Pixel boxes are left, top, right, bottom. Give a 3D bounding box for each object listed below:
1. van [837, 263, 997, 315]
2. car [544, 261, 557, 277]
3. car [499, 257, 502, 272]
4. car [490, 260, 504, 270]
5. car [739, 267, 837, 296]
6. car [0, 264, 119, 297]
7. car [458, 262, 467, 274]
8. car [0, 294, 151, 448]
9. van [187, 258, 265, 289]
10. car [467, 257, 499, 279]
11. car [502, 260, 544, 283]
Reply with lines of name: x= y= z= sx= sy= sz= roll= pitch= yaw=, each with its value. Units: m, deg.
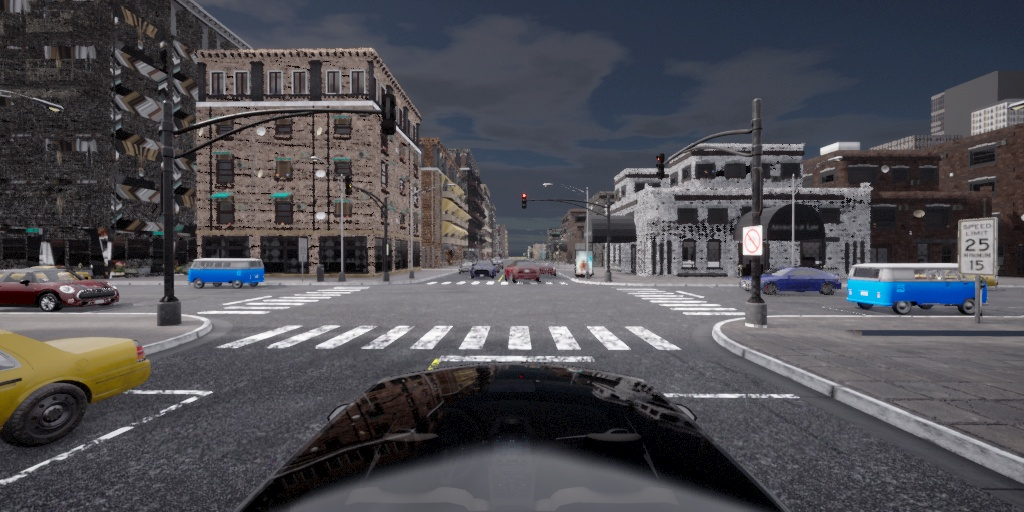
van: x=14.849 y=1.156 z=13.218 sx=3.998 sy=1.789 sz=1.690 roll=0 pitch=0 yaw=1
car: x=3.254 y=1.195 z=35.119 sx=1.967 sy=1.591 sz=4.097 roll=0 pitch=0 yaw=1
car: x=-2.400 y=1.254 z=43.061 sx=2.128 sy=1.511 sz=4.902 roll=0 pitch=0 yaw=1
car: x=-2.203 y=1.298 z=54.100 sx=1.812 sy=1.442 sz=4.674 roll=0 pitch=0 yaw=1
car: x=14.688 y=1.299 z=19.003 sx=4.674 sy=1.442 sz=1.812 roll=0 pitch=0 yaw=2
car: x=-17.528 y=1.190 z=13.527 sx=4.097 sy=1.591 sz=1.967 roll=0 pitch=0 yaw=1
car: x=-5.029 y=1.311 z=40.945 sx=2.007 sy=1.370 sz=4.403 roll=0 pitch=0 yaw=1
car: x=-5.680 y=1.275 z=2.629 sx=1.751 sy=1.417 sz=4.829 roll=0 pitch=0 yaw=1
van: x=-17.429 y=1.030 z=21.907 sx=3.998 sy=1.789 sz=1.690 roll=0 pitch=0 yaw=1
car: x=-2.569 y=1.106 z=33.154 sx=2.097 sy=1.767 sz=4.553 roll=0 pitch=0 yaw=1
car: x=0.753 y=1.099 z=27.906 sx=2.097 sy=1.767 sz=4.553 roll=0 pitch=0 yaw=-9
